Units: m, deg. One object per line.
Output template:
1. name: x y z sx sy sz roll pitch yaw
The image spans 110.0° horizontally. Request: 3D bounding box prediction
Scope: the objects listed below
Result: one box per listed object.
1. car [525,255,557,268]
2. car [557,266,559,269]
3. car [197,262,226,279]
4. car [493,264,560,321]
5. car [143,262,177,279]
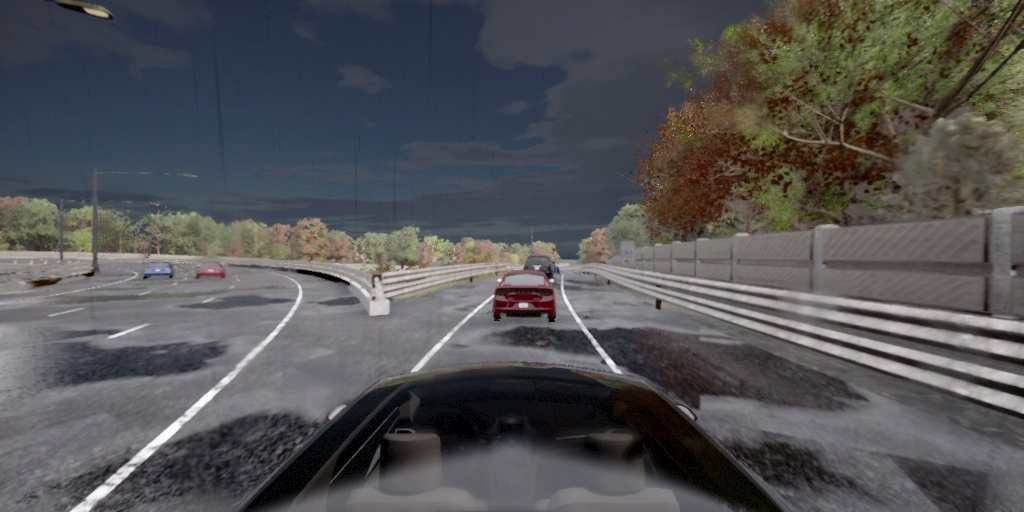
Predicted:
1. car: 2.153 0.972 28.021 2.150 2.045 5.566 0 0 8
2. car: 4.652 1.577 45.530 1.882 1.535 5.008 0 -2 8
3. car: -26.892 1.251 32.108 1.994 1.385 4.181 0 0 -40
4. car: 0.474 1.225 12.491 1.882 1.535 5.008 0 0 3
5. car: -30.658 1.228 31.246 2.033 1.411 5.357 0 0 -41
